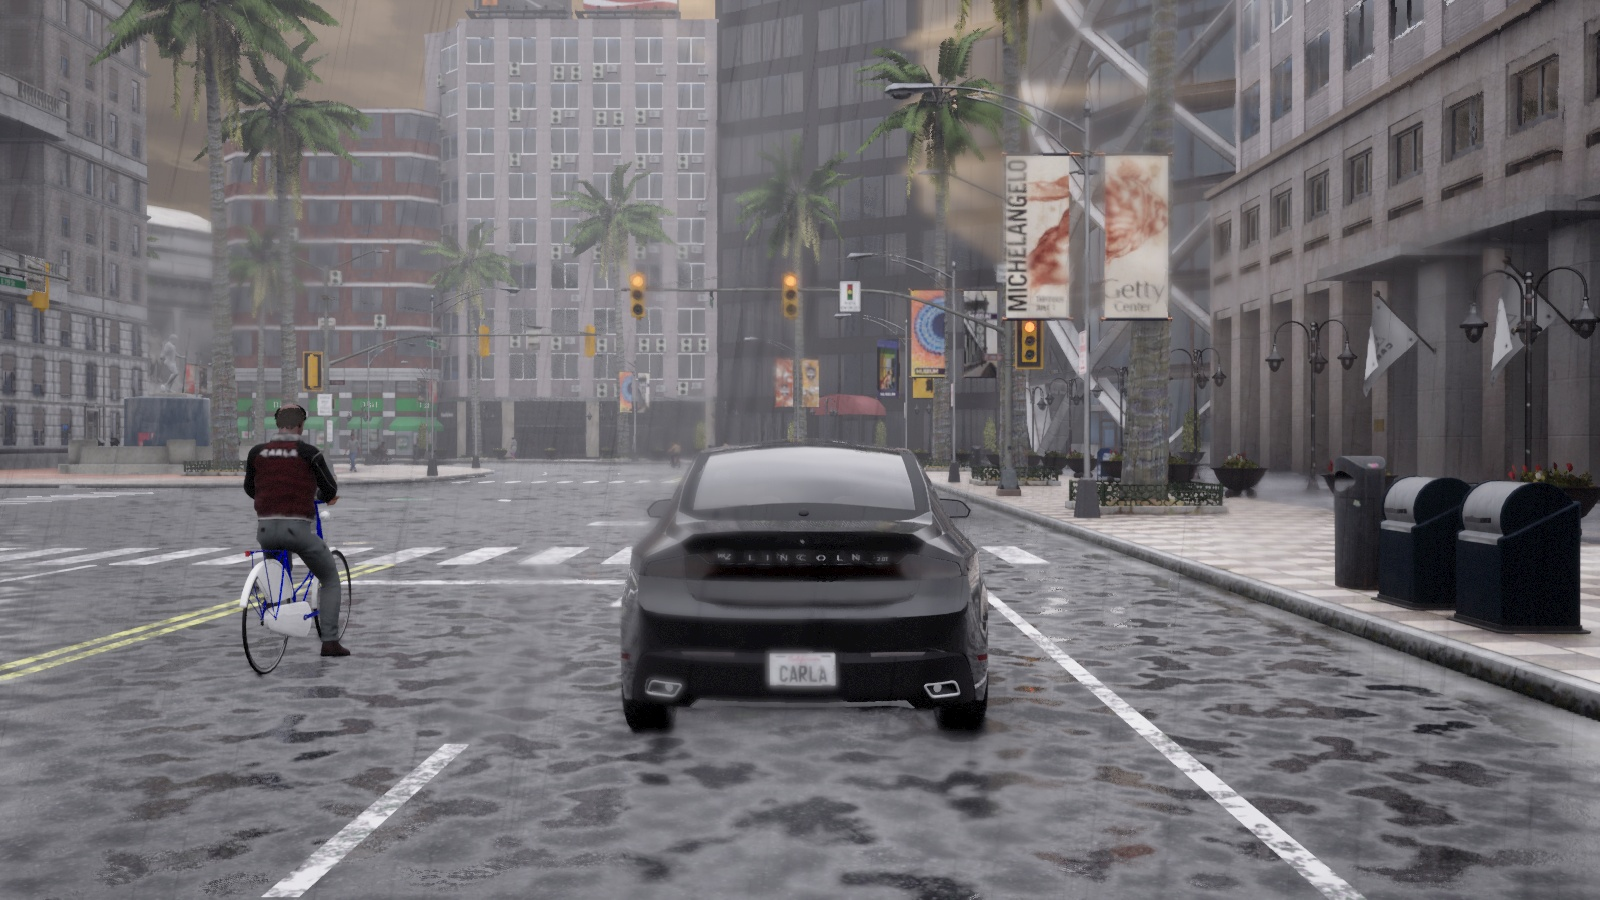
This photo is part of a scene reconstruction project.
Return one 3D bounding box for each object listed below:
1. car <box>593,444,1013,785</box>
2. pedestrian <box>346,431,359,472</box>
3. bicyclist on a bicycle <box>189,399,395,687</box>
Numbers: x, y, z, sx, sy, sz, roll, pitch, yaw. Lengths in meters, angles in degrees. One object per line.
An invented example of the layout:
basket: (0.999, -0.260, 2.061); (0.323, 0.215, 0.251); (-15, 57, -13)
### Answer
car: (0.047, 0.707, 7.945); (1.837, 1.490, 4.892); (0, 0, 1)
pedestrian: (-20.526, 0.061, 57.636); (0.354, 1.836, 0.706); (0, 0, -1)
bicyclist on a bicycle: (-3.432, 0.565, 8.669); (0.659, 1.776, 1.843); (0, 1, 0)
